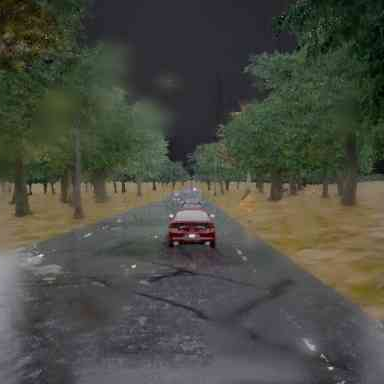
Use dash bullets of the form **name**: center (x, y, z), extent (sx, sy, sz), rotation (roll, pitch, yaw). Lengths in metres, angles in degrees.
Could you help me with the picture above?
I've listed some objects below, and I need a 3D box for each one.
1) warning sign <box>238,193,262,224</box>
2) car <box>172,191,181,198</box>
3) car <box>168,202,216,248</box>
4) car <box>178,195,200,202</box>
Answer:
- **warning sign**: center (3.555, 1.013, 20.587), extent (1.300, 1.860, 1.060), rotation (0, 1, 0)
- **car**: center (-3.499, 0.503, 76.704), extent (2.128, 1.511, 4.902), rotation (0, 1, 0)
- **car**: center (0.000, 1.433, 14.646), extent (1.882, 1.535, 5.008), rotation (0, 0, 0)
- **car**: center (0.000, 1.279, 29.641), extent (2.128, 1.511, 4.902), rotation (0, 1, 0)
